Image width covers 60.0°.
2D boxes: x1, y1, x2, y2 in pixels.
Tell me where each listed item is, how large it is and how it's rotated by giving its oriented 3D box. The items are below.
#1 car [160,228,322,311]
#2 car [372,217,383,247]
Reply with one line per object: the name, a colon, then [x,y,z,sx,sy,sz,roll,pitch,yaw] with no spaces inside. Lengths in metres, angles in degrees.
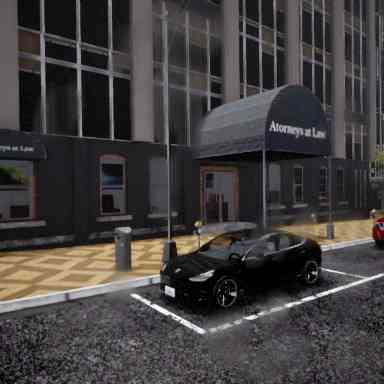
car: [1.309,1.564,7.792,4.313,1.339,1.947,0,-1,-37]
car: [9.590,1.310,13.987,5.009,1.841,2.192,0,-1,-37]
